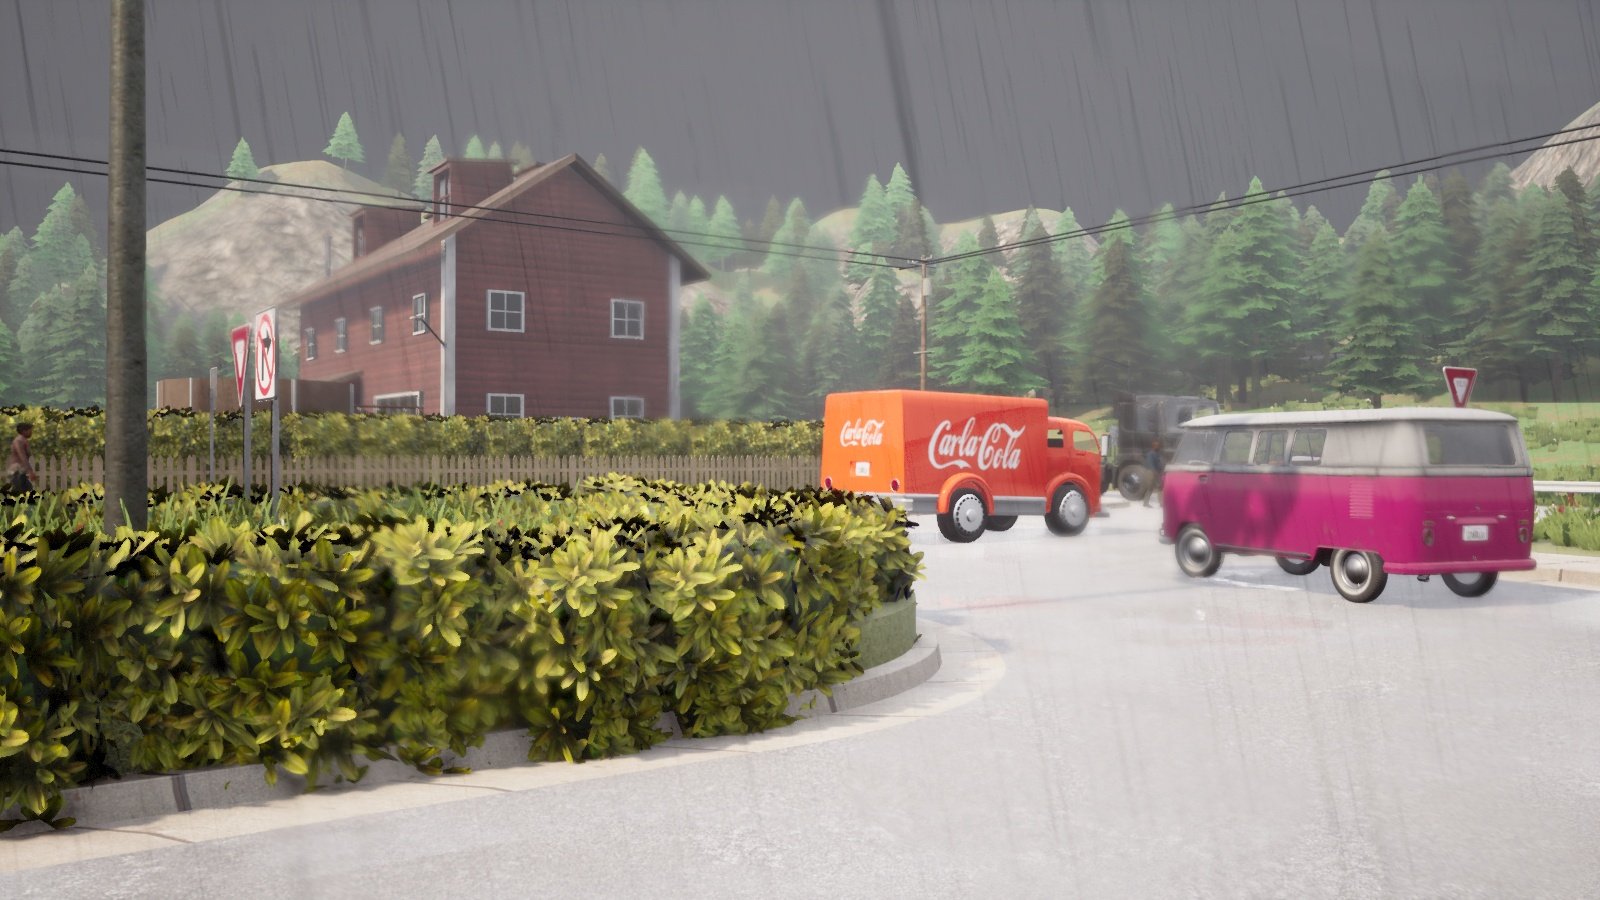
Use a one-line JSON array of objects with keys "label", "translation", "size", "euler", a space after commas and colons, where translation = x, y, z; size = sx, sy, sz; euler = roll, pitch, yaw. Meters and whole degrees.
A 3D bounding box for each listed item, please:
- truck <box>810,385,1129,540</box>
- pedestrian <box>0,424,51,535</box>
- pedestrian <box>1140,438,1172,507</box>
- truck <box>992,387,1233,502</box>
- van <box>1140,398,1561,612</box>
[{"label": "truck", "translation": [3.086, 0.281, 22.477], "size": [5.204, 2.467, 2.627], "euler": [2, -1, -35]}, {"label": "pedestrian", "translation": [-12.814, 0.478, 20.615], "size": [0.869, 1.805, 0.328], "euler": [0, 0, -35]}, {"label": "pedestrian", "translation": [9.545, 0.596, 33.662], "size": [0.370, 1.835, 0.726], "euler": [0, 0, -44]}, {"label": "truck", "translation": [10.250, -0.156, 42.166], "size": [2.891, 3.462, 7.936], "euler": [0, 0, -34]}, {"label": "van", "translation": [5.870, 0.520, 14.076], "size": [1.775, 1.987, 4.442], "euler": [0, 0, -19]}]
